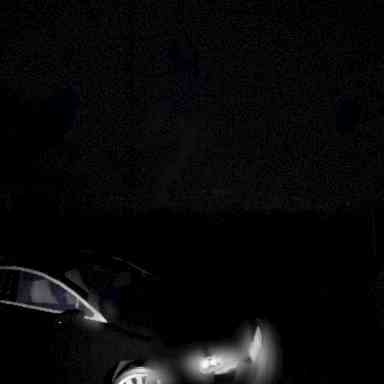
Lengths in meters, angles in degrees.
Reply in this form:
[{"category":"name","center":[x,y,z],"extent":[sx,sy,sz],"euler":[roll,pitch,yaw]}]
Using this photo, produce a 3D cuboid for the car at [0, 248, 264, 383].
[{"category":"car","center":[-1.584,1.543,4.299],"extent":[4.902,1.511,2.128],"euler":[0,-1,18]}]
